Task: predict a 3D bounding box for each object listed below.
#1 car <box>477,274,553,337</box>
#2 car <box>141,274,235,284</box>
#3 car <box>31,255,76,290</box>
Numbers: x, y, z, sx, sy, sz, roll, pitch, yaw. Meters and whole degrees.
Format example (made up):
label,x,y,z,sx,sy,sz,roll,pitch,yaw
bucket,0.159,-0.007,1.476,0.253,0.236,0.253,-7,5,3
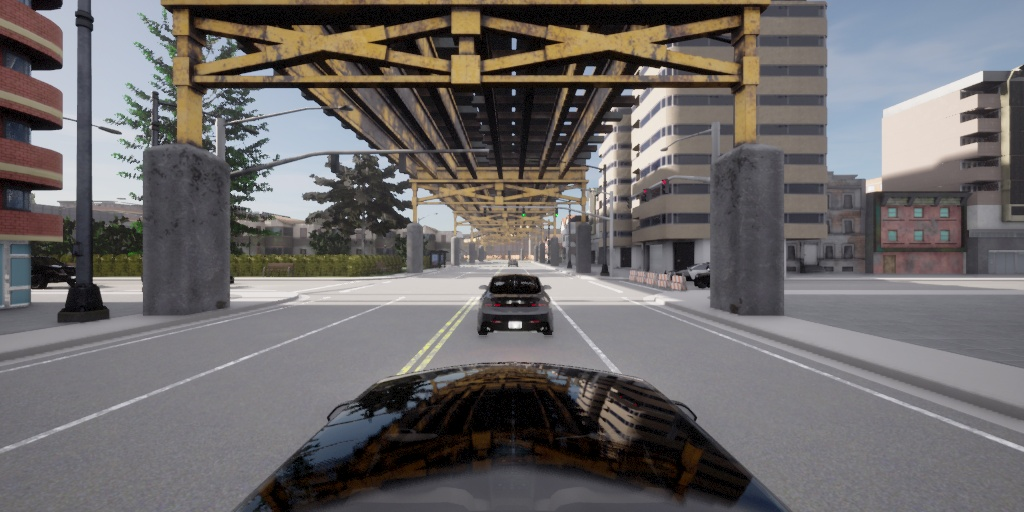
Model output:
label,x,y,z,sx,sy,sz,roll,pitch,yaw
car,0.090,1.258,10.310,1.837,1.490,4.892,0,0,0
car,-20.030,1.261,22.272,4.892,1.490,1.837,0,0,0
car,-30.045,0.977,22.334,5.566,2.045,2.150,0,0,0
